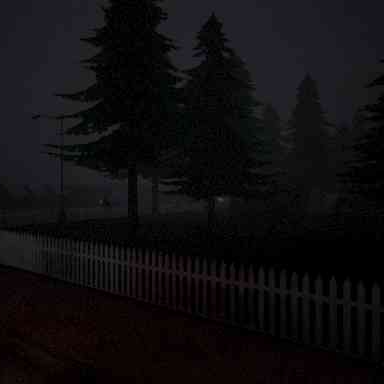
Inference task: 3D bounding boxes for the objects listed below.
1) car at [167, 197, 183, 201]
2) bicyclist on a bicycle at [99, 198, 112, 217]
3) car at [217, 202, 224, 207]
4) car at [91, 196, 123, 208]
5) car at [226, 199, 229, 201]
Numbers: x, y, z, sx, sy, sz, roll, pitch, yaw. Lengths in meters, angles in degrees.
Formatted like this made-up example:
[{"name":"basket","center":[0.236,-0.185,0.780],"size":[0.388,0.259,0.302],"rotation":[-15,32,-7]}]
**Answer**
[{"name":"car","center":[-2.656,1.073,60.130],"size":[2.097,1.767,4.553],"rotation":[0,0,34]},{"name":"bicyclist on a bicycle","center":[-7.203,1.302,27.872],"size":[1.656,1.620,0.582],"rotation":[0,0,34]},{"name":"car","center":[2.039,1.222,48.186],"size":[2.150,2.045,5.566],"rotation":[0,0,34]},{"name":"car","center":[-11.918,1.353,46.679],"size":[2.097,1.767,4.553],"rotation":[0,0,34]},{"name":"car","center":[5.910,1.352,60.278],"size":[2.097,1.767,4.553],"rotation":[0,0,34]}]
